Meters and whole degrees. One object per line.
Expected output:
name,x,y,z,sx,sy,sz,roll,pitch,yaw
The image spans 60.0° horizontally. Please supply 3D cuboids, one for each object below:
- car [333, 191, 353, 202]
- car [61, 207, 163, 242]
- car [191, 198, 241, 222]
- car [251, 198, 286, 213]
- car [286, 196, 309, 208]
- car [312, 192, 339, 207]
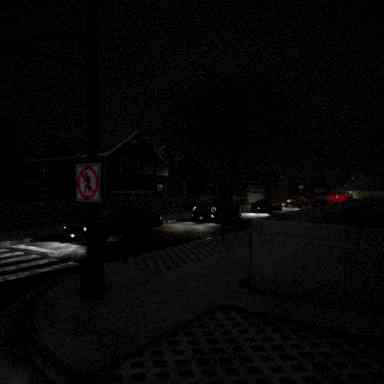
car,21.934,0.801,48.679,2.150,2.045,5.566,0,1,38
car,-3.654,1.460,16.469,2.033,1.411,5.357,0,1,34
car,1.857,1.186,24.671,2.097,1.767,4.553,0,1,34
car,7.395,1.318,32.869,1.994,1.385,4.181,0,1,35
car,13.022,1.197,41.116,1.812,1.442,4.674,0,1,34
car,16.083,1.145,40.519,1.882,1.535,5.008,0,1,35
